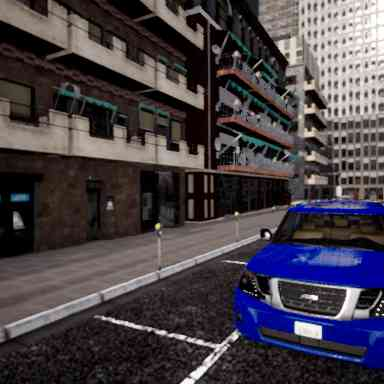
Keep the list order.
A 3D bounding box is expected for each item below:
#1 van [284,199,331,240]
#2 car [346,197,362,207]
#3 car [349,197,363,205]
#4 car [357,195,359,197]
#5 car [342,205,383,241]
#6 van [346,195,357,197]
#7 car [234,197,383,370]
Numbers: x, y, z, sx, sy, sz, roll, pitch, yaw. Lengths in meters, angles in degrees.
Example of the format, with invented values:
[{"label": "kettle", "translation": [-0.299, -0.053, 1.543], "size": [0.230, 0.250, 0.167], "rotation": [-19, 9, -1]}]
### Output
[{"label": "van", "translation": [6.179, 1.330, 17.523], "size": [1.690, 1.788, 3.998], "rotation": [-1, 0, 29]}, {"label": "car", "translation": [25.124, 1.522, 51.435], "size": [1.947, 1.339, 4.313], "rotation": [-1, 0, 29]}, {"label": "car", "translation": [27.829, 1.496, 56.279], "size": [1.887, 1.381, 4.507], "rotation": [-1, 0, 29]}, {"label": "car", "translation": [22.415, 1.276, 46.591], "size": [2.192, 1.841, 5.009], "rotation": [-1, 0, 29]}, {"label": "car", "translation": [9.141, 1.512, 17.542], "size": [1.812, 1.442, 4.674], "rotation": [0, 0, 29]}, {"label": "van", "translation": [17.003, 1.312, 36.901], "size": [1.690, 1.788, 3.998], "rotation": [-1, 0, 29]}, {"label": "car", "translation": [2.688, 1.217, 6.183], "size": [2.150, 2.045, 5.566], "rotation": [0, 0, 30]}]
